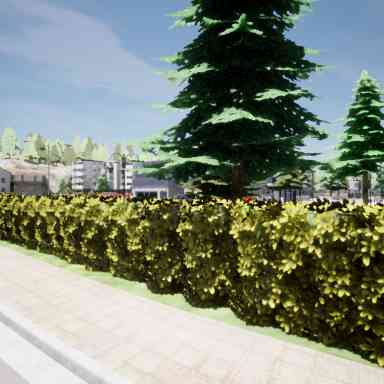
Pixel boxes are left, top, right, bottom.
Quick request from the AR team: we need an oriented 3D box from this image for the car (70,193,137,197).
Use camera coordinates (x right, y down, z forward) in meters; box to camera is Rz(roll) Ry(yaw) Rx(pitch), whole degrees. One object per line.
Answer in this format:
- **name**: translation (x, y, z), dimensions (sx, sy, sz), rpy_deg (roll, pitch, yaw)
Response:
- **car**: translation (-8.071, 1.221, 31.035), dimensions (2.150, 2.045, 5.566), rpy_deg (0, 0, 44)

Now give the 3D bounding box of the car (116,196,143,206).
- **car**: translation (-10.065, 1.384, 53.309), dimensions (1.970, 1.475, 3.806), rpy_deg (0, 0, 44)

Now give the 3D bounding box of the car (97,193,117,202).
- **car**: translation (-18.236, 1.077, 71.388), dimensions (1.905, 1.878, 3.866), rpy_deg (0, 0, 44)

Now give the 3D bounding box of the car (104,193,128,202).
- **car**: translation (-15.876, 1.097, 69.643), dimensions (1.932, 1.855, 4.605), rpy_deg (0, 0, 44)

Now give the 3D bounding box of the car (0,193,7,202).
- **car**: translation (-41.786, 1.097, 70.187), dimensions (1.932, 1.855, 4.605), rpy_deg (0, 0, 44)

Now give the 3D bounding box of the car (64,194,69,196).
- **car**: translation (-27.350, 1.154, 80.367), dimensions (2.152, 1.636, 5.027), rpy_deg (0, 0, 44)
